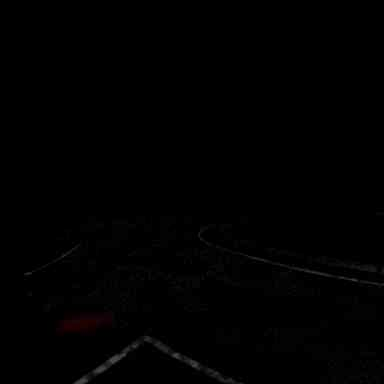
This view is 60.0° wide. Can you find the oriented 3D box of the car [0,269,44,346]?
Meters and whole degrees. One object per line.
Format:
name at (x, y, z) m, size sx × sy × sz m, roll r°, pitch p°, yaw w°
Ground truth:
car at (-4.134, 1.512, 2.953) m, size 2.033 × 1.411 × 5.357 m, roll 0°, pitch 0°, yaw 30°
